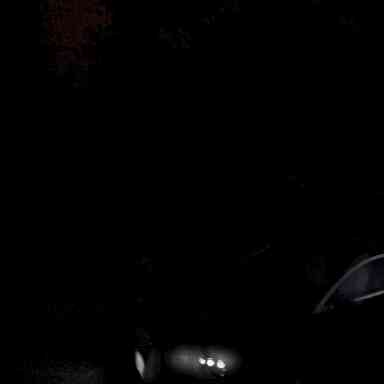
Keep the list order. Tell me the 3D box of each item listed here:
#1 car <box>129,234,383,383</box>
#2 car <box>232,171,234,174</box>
[{"bbox_3d":[1.693,1.366,4.284,4.902,1.511,2.128,0,2,-27],"label":"car"},{"bbox_3d":[7.830,-3.401,60.123,1.882,1.535,5.008,1,5,-24],"label":"car"}]
